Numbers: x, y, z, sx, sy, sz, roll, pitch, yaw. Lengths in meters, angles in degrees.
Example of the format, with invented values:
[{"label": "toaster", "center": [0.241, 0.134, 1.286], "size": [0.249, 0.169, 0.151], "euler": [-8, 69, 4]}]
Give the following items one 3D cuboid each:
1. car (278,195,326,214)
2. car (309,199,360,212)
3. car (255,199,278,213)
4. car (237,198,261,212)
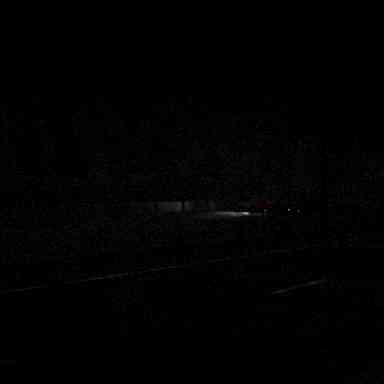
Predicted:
[{"label": "car", "center": [11.733, 1.376, 34.203], "size": [5.566, 2.045, 2.150], "euler": [0, 0, -36]}, {"label": "car", "center": [13.816, 1.634, 31.390], "size": [5.357, 1.411, 2.033], "euler": [0, 0, -36]}, {"label": "car", "center": [9.668, 1.686, 37.030], "size": [4.718, 1.301, 1.895], "euler": [0, 0, -36]}, {"label": "car", "center": [7.631, 1.541, 39.875], "size": [5.008, 1.535, 1.882], "euler": [0, 0, -36]}]
